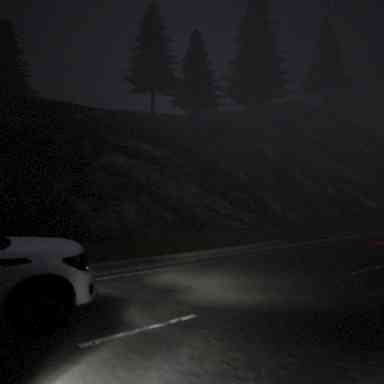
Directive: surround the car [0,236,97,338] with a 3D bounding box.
[{"bbox_3d":[-4.336,1.223,4.953,5.566,2.045,2.150,0,0,-35],"label":"car"}]
